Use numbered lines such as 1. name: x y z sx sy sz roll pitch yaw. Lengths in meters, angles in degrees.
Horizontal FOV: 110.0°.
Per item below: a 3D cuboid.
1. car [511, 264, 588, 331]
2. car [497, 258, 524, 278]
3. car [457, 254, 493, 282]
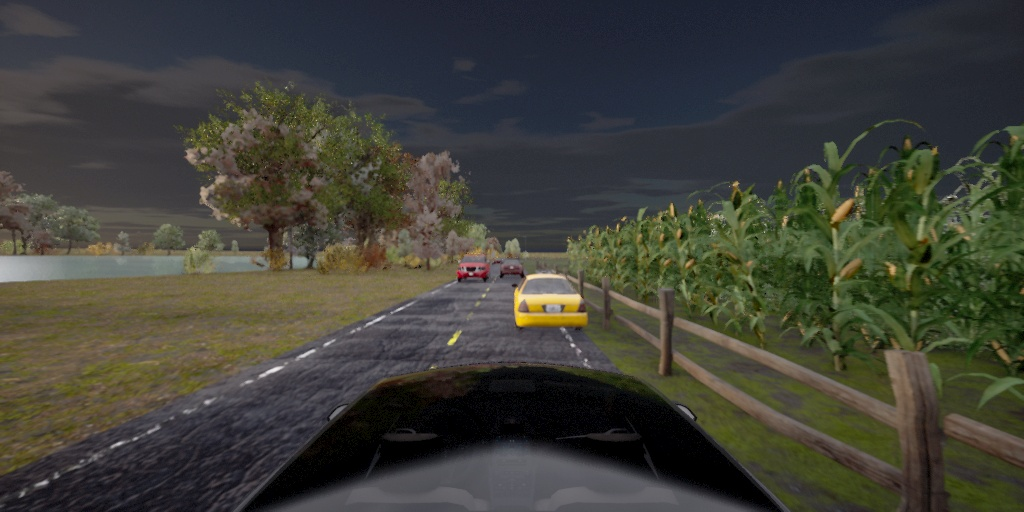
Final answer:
1. car: 0.953 1.175 10.838 1.801 1.575 5.366 0 0 0
2. car: 0.005 1.001 32.955 2.097 1.767 4.553 0 0 0
3. car: -2.877 0.888 27.875 2.150 2.045 5.566 0 0 0
